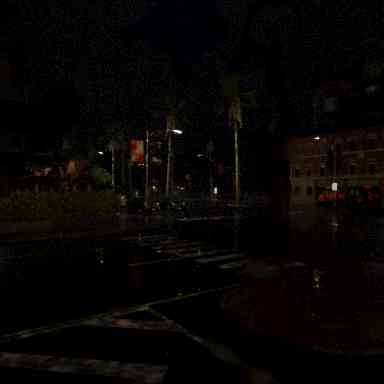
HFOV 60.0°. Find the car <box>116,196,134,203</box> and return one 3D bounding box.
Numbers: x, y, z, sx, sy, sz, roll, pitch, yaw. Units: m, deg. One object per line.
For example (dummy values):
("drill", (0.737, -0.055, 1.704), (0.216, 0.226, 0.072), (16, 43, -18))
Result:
("car", (-13.861, 1.522, 68.716), (1.812, 1.442, 4.674), (0, 0, -39))

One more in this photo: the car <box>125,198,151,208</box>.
("car", (-7.898, 1.601, 48.287), (1.895, 1.301, 4.718), (0, 0, -35))

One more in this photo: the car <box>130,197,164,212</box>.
("car", (-5.563, 1.352, 38.869), (2.097, 1.767, 4.553), (0, 0, -35))

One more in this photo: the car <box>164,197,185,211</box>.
("car", (-2.729, 1.352, 40.929), (2.097, 1.767, 4.553), (0, 0, -35))
